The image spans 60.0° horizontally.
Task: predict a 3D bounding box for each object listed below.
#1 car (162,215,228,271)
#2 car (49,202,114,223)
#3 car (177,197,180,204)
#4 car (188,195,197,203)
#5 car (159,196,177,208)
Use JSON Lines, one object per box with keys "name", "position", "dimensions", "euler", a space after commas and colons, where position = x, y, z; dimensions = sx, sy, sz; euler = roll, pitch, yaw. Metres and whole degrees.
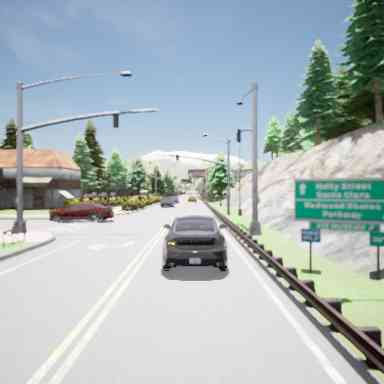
{"name": "car", "position": [0.094, 1.507, 10.950], "dimensions": [1.837, 1.490, 4.892], "euler": [0, 0, 0]}
{"name": "car", "position": [-8.759, 1.605, 26.336], "dimensions": [5.008, 1.535, 1.882], "euler": [-2, -1, 5]}
{"name": "car", "position": [-3.470, 1.531, 64.112], "dimensions": [1.812, 1.442, 4.674], "euler": [0, 0, 1]}
{"name": "car", "position": [0.063, 1.415, 69.182], "dimensions": [1.882, 1.535, 5.008], "euler": [0, 0, 0]}
{"name": "car", "position": [-3.537, 1.508, 48.297], "dimensions": [1.837, 1.490, 4.892], "euler": [0, 0, 0]}
